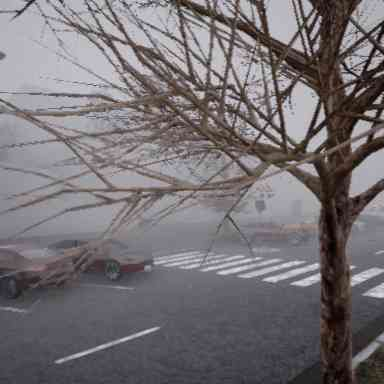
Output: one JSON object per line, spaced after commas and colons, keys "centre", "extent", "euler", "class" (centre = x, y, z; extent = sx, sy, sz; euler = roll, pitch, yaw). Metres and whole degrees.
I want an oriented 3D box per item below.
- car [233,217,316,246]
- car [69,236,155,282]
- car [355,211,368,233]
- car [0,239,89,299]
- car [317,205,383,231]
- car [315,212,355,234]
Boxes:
{"centre": [5.016, 2.568, 21.119], "extent": [4.792, 1.488, 2.163], "euler": [-5, -4, 26], "class": "car"}
{"centre": [-3.719, 2.463, 12.883], "extent": [4.792, 1.488, 2.163], "euler": [-5, -4, 26], "class": "car"}
{"centre": [11.541, 2.651, 27.313], "extent": [4.674, 1.452, 2.002], "euler": [-5, -4, 26], "class": "car"}
{"centre": [-5.929, 2.449, 10.827], "extent": [4.674, 1.452, 2.002], "euler": [-5, -4, 27], "class": "car"}
{"centre": [13.744, 2.378, 29.380], "extent": [5.566, 2.045, 2.435], "euler": [-5, -4, 27], "class": "car"}
{"centre": [9.190, 2.600, 25.328], "extent": [5.366, 1.575, 1.946], "euler": [-5, -4, 27], "class": "car"}
